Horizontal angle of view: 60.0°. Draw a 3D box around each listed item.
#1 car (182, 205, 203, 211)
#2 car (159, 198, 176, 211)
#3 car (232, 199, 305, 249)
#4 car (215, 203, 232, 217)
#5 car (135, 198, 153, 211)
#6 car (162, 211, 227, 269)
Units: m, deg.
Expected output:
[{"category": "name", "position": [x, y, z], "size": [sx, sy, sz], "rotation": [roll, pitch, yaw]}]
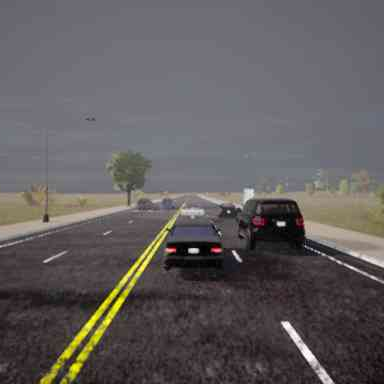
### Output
[{"category": "car", "position": [0.051, 1.770, 29.583], "size": [1.895, 1.301, 4.718], "rotation": [0, 0, 0]}, {"category": "car", "position": [-3.386, 1.611, 46.145], "size": [2.097, 1.767, 4.553], "rotation": [0, 0, 0]}, {"category": "car", "position": [3.320, 1.308, 15.037], "size": [2.150, 2.045, 5.566], "rotation": [0, 0, 0]}, {"category": "car", "position": [3.304, 1.745, 31.867], "size": [1.994, 1.385, 4.181], "rotation": [0, 0, 0]}, {"category": "car", "position": [-6.636, 1.612, 46.238], "size": [2.097, 1.767, 4.553], "rotation": [0, 0, 0]}, {"category": "car", "position": [0.055, 1.614, 11.330], "size": [2.033, 1.411, 5.357], "rotation": [0, 0, 0]}]
